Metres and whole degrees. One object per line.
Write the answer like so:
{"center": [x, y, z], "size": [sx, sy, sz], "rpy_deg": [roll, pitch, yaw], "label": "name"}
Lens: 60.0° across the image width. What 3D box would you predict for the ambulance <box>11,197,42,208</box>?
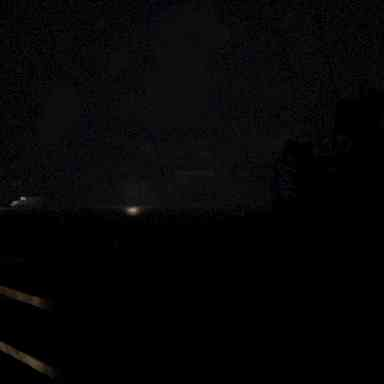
{"center": [-36.722, 2.314, 74.135], "size": [2.351, 2.431, 6.366], "rpy_deg": [1, -1, 36], "label": "ambulance"}
